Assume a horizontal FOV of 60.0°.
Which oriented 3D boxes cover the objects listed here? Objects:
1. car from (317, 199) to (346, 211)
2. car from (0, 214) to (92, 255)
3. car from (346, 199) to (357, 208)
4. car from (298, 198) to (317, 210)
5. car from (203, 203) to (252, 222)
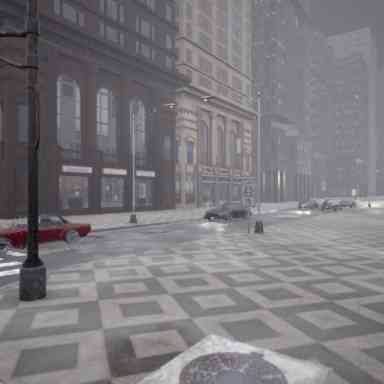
[{"bbox_3d":[17.832,1.655,42.523,1.812,1.442,4.674,0,0,36],"label":"car"},{"bbox_3d":[-6.668,1.627,13.799,1.895,1.301,4.718,0,0,36],"label":"car"},{"bbox_3d":[23.736,1.702,50.766,2.033,1.411,5.357,0,0,36],"label":"car"},{"bbox_3d":[15.811,1.630,45.034,2.128,1.511,4.902,0,0,36],"label":"car"},{"bbox_3d":[3.079,1.625,27.409,2.033,1.411,5.357,0,0,36],"label":"car"}]
